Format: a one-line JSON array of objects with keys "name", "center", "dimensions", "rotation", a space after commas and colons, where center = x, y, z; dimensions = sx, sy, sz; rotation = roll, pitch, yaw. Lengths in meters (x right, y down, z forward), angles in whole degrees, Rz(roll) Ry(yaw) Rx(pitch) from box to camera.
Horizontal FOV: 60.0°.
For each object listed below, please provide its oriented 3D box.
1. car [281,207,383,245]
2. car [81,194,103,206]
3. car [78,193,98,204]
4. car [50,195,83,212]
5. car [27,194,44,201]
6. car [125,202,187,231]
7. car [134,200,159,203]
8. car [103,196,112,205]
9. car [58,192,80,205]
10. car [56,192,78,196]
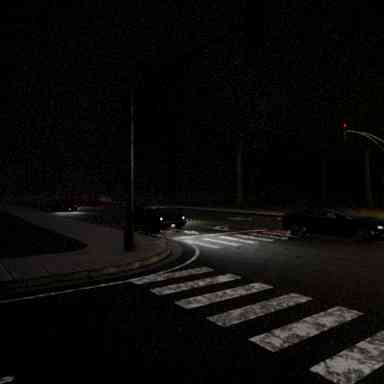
[{"name": "car", "center": [6.651, 1.459, 15.587], "dimensions": [4.902, 1.511, 2.128], "rotation": [0, 0, 40]}, {"name": "car", "center": [-15.555, 1.186, 49.849], "dimensions": [2.097, 1.767, 4.553], "rotation": [0, 0, -35]}, {"name": "car", "center": [-18.701, 1.162, 59.632], "dimensions": [2.097, 1.767, 4.553], "rotation": [0, 0, -36]}, {"name": "car", "center": [-14.207, 1.421, 36.675], "dimensions": [2.033, 1.411, 5.357], "rotation": [0, 0, -36]}, {"name": "car", "center": [-23.185, 0.976, 49.209], "dimensions": [1.812, 1.442, 4.674], "rotation": [0, 0, -36]}, {"name": "car", "center": [-2.320, 1.542, 20.269], "dimensions": [1.895, 1.301, 4.718], "rotation": [0, 0, -36]}, {"name": "car", "center": [-3.578, 1.389, 27.548], "dimensions": [1.882, 1.535, 5.008], "rotation": [0, 0, -36]}, {"name": "car", "center": [-14.496, 1.349, 53.876], "dimensions": [1.812, 1.442, 4.674], "rotation": [0, 0, -35]}, {"name": "car", "center": [-21.367, 1.038, 57.771], "dimensions": [2.150, 2.045, 5.566], "rotation": [0, 0, -36]}, {"name": "car", "center": [-18.187, 1.063, 47.793], "dimensions": [2.150, 2.045, 5.566], "rotation": [0, 0, -35]}]
